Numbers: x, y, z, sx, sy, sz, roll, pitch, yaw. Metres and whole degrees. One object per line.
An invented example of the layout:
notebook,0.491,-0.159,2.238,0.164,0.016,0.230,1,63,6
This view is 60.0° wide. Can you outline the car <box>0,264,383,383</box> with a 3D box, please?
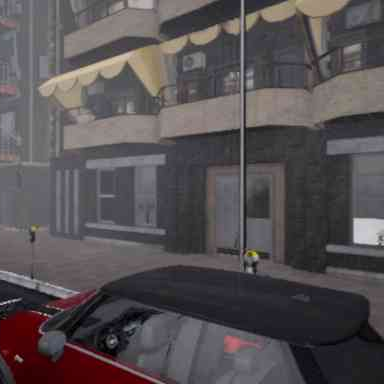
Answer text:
car,-0.274,1.437,3.069,4.097,1.590,1.967,0,0,35
